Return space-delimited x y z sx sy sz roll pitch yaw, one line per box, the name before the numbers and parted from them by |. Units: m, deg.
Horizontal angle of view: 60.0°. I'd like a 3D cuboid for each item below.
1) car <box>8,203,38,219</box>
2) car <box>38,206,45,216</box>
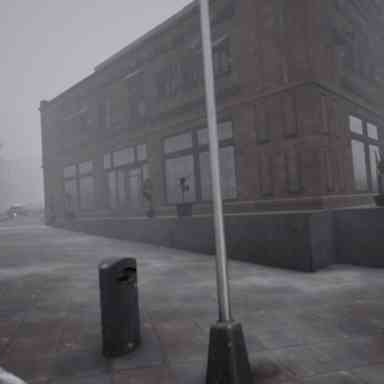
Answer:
car | -17.288 1.889 34.539 1.837 1.490 4.892 -2 0 -5
car | -14.001 1.794 34.747 1.895 1.301 4.718 -3 0 -6
